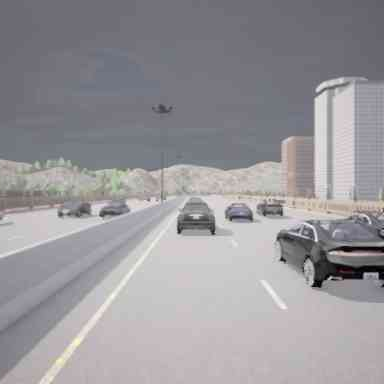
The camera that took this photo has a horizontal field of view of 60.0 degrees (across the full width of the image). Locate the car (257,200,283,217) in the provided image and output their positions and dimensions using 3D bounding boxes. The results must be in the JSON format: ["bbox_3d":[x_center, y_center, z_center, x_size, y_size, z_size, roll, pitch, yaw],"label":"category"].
[{"bbox_3d":[7.320,1.536,31.672,2.128,1.511,4.902,0,0,0],"label":"car"}]

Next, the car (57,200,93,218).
[{"bbox_3d":[-10.387,1.494,29.782,2.128,1.511,4.902,0,0,0],"label":"car"}]

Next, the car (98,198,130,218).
[{"bbox_3d":[-6.889,1.558,30.138,2.033,1.411,5.357,0,0,0],"label":"car"}]

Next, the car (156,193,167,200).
[{"bbox_3d":[-6.489,1.125,71.342,2.150,2.045,5.566,0,0,0],"label":"car"}]

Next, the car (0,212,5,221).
[{"bbox_3d":[-13.958,1.581,20.873,1.895,1.301,4.718,0,0,0],"label":"car"}]

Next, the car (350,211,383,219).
[{"bbox_3d":[7.192,1.510,13.424,2.128,1.511,4.902,0,0,0],"label":"car"}]

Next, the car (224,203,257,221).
[{"bbox_3d":[3.790,1.592,27.398,1.994,1.385,4.181,0,0,0],"label":"car"}]

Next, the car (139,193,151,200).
[{"bbox_3d":[-9.991,1.138,70.952,2.150,2.045,5.566,0,0,0],"label":"car"}]

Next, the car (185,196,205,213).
[{"bbox_3d":[0.364,1.394,37.532,2.097,1.767,4.553,0,0,0],"label":"car"}]

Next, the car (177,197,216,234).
[{"bbox_3d":[0.235,1.361,19.561,2.097,1.767,4.553,0,0,0],"label":"car"}]

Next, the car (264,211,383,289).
[{"bbox_3d":[3.669,1.500,9.221,2.128,1.511,4.902,0,0,0],"label":"car"}]
